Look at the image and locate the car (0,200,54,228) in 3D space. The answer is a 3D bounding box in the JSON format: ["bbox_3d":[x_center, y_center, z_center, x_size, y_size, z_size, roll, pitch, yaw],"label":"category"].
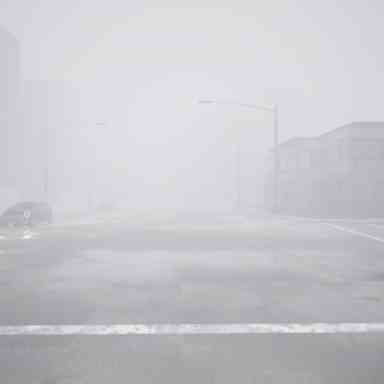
[{"bbox_3d":[-11.074,1.381,22.417,2.097,1.767,4.553,0,0,-2],"label":"car"}]

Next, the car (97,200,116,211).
[{"bbox_3d":[-12.065,1.896,47.233,1.882,1.535,5.008,0,-1,-2],"label":"car"}]
